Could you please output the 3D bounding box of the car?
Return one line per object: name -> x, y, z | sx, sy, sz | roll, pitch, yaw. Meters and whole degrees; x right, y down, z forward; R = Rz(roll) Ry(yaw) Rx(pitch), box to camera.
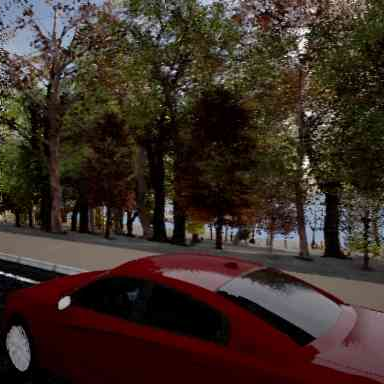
car -> -0.269, 1.486, 3.875 | 5.008, 1.535, 1.882 | 0, 0, 35
